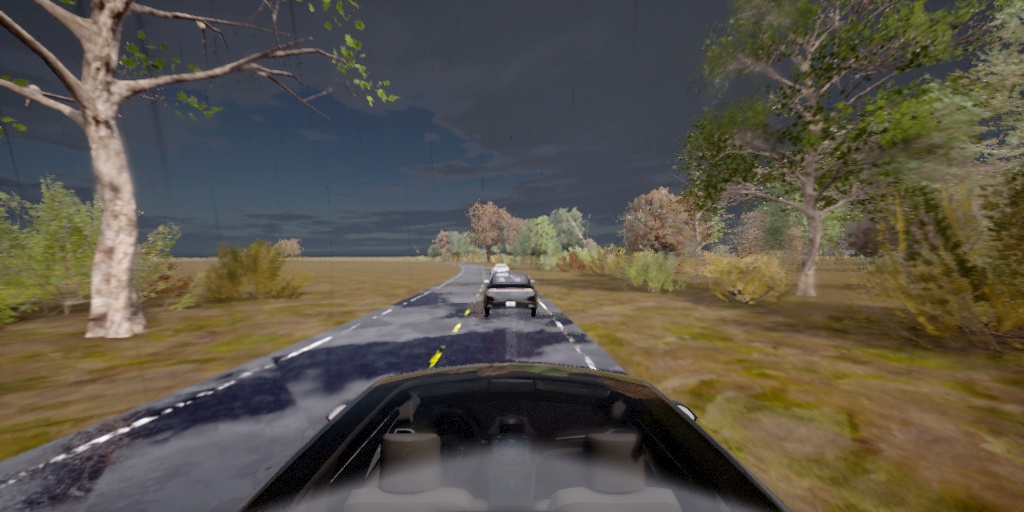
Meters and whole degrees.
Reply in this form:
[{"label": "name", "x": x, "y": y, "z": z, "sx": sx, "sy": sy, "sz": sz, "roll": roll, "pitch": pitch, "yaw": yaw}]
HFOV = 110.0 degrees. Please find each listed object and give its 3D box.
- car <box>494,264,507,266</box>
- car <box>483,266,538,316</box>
[{"label": "car", "x": -1.119, "y": 1.510, "z": 35.633, "sx": 1.812, "sy": 1.442, "sz": 4.674, "roll": 0, "pitch": 0, "yaw": -4}, {"label": "car", "x": -0.093, "y": 1.324, "z": 13.773, "sx": 2.128, "sy": 1.511, "sz": 4.902, "roll": 0, "pitch": 0, "yaw": -1}]
